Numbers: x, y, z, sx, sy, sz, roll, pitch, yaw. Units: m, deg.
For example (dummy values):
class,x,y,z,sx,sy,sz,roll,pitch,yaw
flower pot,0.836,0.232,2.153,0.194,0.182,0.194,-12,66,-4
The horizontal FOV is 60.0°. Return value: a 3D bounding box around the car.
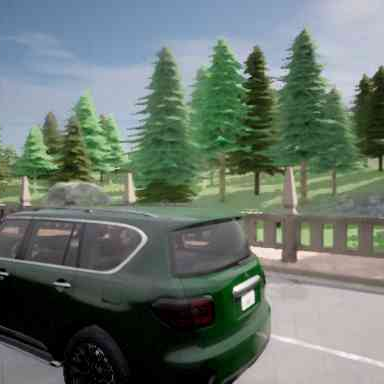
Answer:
class,x,y,z,sx,sy,sz,roll,pitch,yaw
car,-1.668,1.202,4.898,5.566,2.045,2.150,0,0,33
